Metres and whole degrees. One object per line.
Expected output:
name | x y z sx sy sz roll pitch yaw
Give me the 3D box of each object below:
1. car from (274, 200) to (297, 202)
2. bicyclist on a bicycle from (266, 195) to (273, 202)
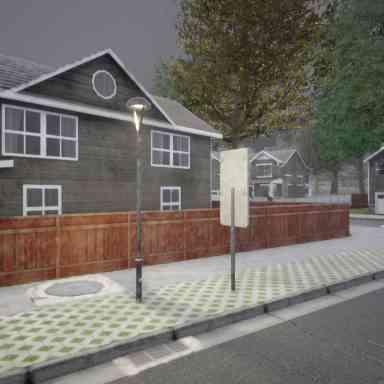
car | 7.239 1.355 24.525 5.008 1.535 1.882 1 1 43
bicyclist on a bicycle | 7.508 1.130 32.287 0.582 1.620 1.656 1 1 43
